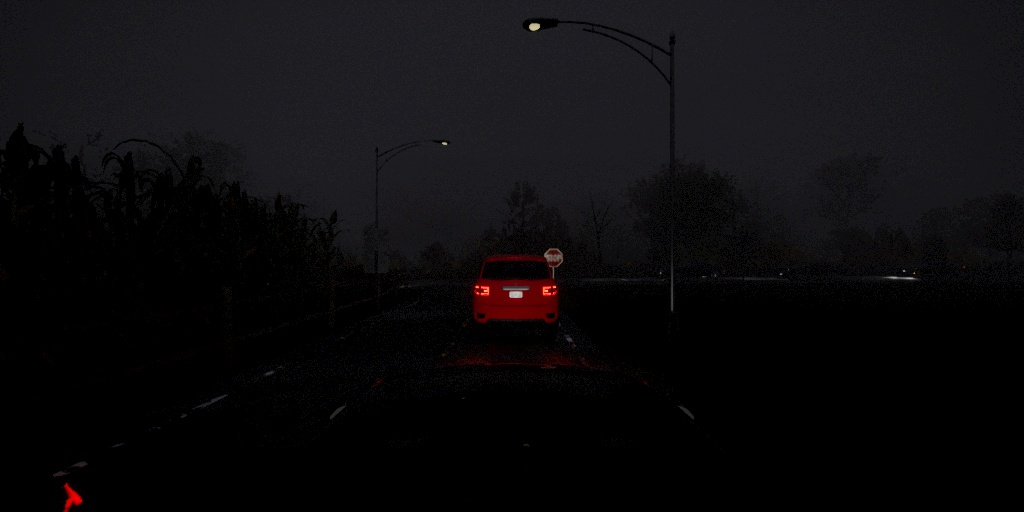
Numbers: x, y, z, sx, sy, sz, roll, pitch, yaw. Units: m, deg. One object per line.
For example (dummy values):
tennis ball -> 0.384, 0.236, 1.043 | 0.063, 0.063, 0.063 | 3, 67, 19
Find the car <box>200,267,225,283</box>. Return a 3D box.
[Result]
car -> -21.816, 1.460, 26.493 | 5.357, 1.411, 2.033 | 0, 0, 1

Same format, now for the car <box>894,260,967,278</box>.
car -> 33.516, 1.009, 28.798 | 4.181, 1.385, 1.994 | -1, 0, 1

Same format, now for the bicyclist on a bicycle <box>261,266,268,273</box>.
bicyclist on a bicycle -> -22.471, 1.346, 32.472 | 0.582, 1.620, 1.656 | 0, 0, 1

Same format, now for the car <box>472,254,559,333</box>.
car -> 0.095, 0.971, 10.833 | 2.150, 2.045, 5.566 | 0, 0, 0

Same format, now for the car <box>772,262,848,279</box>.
car -> 23.923, 1.130, 28.915 | 4.718, 1.301, 1.895 | 0, 0, 1

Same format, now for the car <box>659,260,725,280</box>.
car -> 14.502, 1.100, 29.024 | 4.902, 1.511, 2.128 | 0, 0, 1

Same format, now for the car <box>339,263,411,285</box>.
car -> -10.014, 1.297, 26.356 | 5.008, 1.535, 1.882 | -1, 0, 1
